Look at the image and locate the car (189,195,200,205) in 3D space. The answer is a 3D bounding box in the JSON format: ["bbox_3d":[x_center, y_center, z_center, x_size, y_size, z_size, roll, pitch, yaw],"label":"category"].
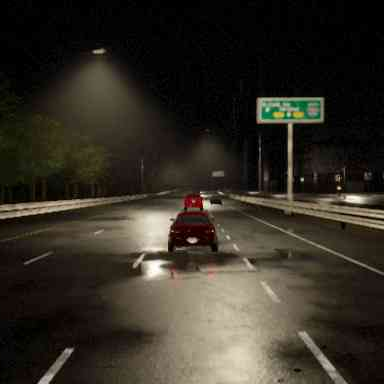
[{"bbox_3d":[0.400,1.370,57.971,1.837,1.490,4.892,0,0,1],"label":"car"}]

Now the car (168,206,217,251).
[{"bbox_3d":[0.031,1.527,13.967,1.812,1.442,4.674,0,0,0],"label":"car"}]

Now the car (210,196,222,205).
[{"bbox_3d":[3.981,1.352,56.409,1.882,1.535,5.008,0,1,1],"label":"car"}]

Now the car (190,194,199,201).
[{"bbox_3d":[0.668,1.271,75.999,1.994,1.385,4.181,0,0,1],"label":"car"}]

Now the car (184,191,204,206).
[{"bbox_3d":[0.199,1.179,40.014,2.150,2.045,5.566,0,0,1],"label":"car"}]
